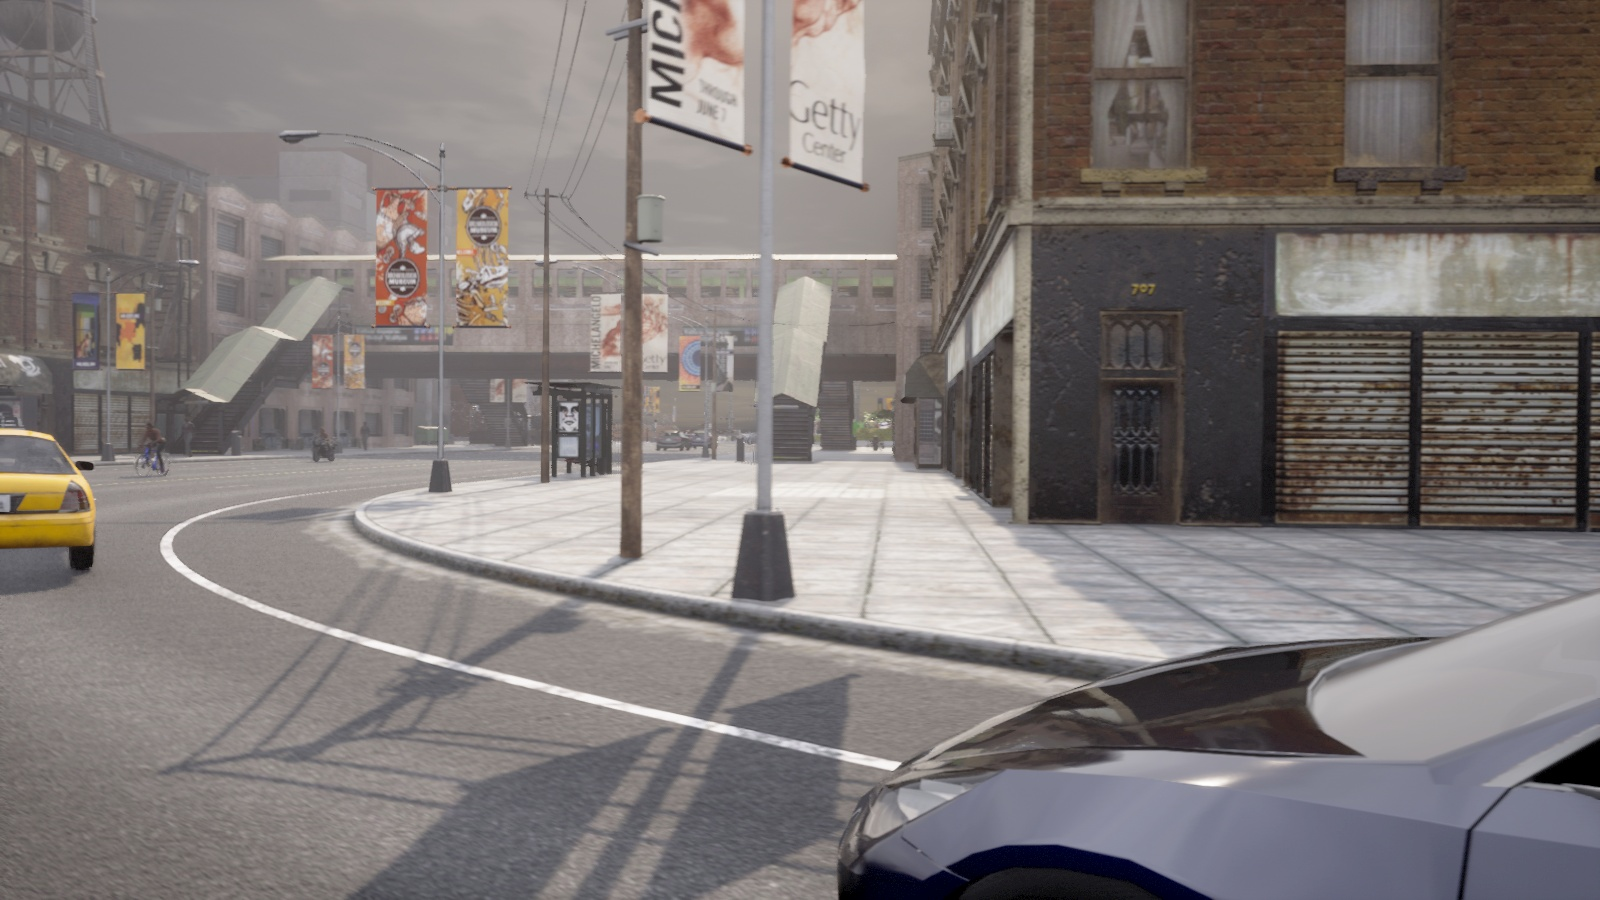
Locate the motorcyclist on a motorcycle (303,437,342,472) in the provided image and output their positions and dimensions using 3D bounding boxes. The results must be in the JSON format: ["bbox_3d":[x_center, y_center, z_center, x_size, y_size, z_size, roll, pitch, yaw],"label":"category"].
[{"bbox_3d":[-21.255,0.173,55.891,0.797,1.523,2.044,0,1,5],"label":"motorcyclist on a motorcycle"}]

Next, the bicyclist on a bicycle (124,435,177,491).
[{"bbox_3d":[-19.264,0.367,37.299,0.582,1.620,1.656,0,1,5],"label":"bicyclist on a bicycle"}]

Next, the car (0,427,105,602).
[{"bbox_3d":[-8.696,0.570,13.579,1.801,1.575,5.366,-1,1,-32],"label":"car"}]

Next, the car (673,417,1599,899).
[{"bbox_3d":[2.366,0.685,2.027,4.792,1.488,2.163,0,1,33],"label":"car"}]

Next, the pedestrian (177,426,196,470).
[{"bbox_3d":[-27.266,-0.100,55.824,0.402,1.930,0.666,0,1,10],"label":"pedestrian"}]

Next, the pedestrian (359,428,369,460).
[{"bbox_3d":[-26.899,-0.383,77.502,0.402,1.930,0.666,-1,1,-2],"label":"pedestrian"}]
